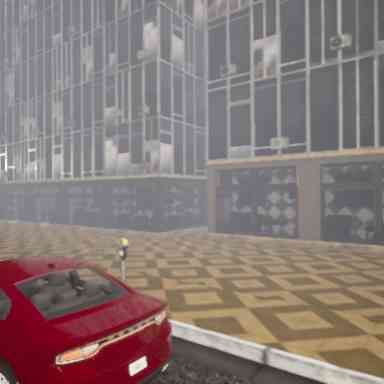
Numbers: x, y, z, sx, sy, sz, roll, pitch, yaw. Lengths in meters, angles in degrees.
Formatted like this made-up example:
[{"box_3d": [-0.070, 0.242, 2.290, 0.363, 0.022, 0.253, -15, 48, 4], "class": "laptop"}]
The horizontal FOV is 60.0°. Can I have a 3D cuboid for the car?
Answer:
[{"box_3d": [-2.345, 1.575, 4.546, 4.507, 1.381, 1.887, 0, 0, 35], "class": "car"}]
